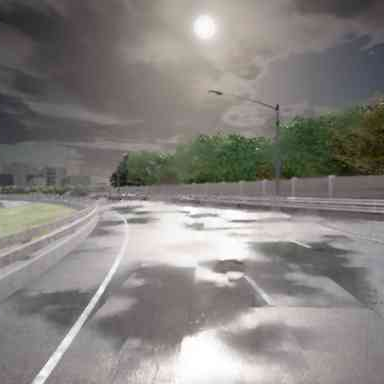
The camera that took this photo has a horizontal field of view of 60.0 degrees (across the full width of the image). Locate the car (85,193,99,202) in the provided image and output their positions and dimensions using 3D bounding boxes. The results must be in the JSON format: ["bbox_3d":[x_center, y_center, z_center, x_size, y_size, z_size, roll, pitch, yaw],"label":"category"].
[{"bbox_3d":[-20.101,1.109,65.742,1.812,1.442,4.674,-1,1,-42],"label":"car"}]

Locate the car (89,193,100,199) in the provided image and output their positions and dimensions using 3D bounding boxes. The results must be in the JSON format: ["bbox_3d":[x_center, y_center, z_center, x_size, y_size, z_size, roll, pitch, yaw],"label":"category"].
[{"bbox_3d":[-25.071,0.949,85.645,1.837,1.490,4.892,-1,1,-25],"label":"car"}]

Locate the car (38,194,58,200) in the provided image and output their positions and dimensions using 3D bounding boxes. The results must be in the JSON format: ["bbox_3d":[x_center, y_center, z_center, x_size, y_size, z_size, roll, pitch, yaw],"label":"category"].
[{"bbox_3d":[-34.166,1.108,80.011,4.902,1.511,2.128,0,1,39],"label":"car"}]

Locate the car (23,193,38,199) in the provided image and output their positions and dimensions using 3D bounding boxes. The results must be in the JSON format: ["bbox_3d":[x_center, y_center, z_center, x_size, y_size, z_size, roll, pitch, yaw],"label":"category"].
[{"bbox_3d":[-38.161,0.986,78.773,4.553,1.767,2.097,0,1,37],"label":"car"}]

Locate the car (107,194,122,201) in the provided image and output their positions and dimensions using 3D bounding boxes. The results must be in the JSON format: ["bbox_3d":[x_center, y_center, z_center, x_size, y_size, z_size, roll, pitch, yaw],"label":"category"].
[{"bbox_3d":[-15.764,1.067,67.610,2.033,1.411,5.357,-1,1,-28],"label":"car"}]

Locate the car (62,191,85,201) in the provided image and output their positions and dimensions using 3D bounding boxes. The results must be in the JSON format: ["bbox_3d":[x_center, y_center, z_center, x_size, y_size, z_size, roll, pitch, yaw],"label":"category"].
[{"bbox_3d":[-23.301,0.853,64.098,2.150,2.045,5.566,-1,1,-42],"label":"car"}]
